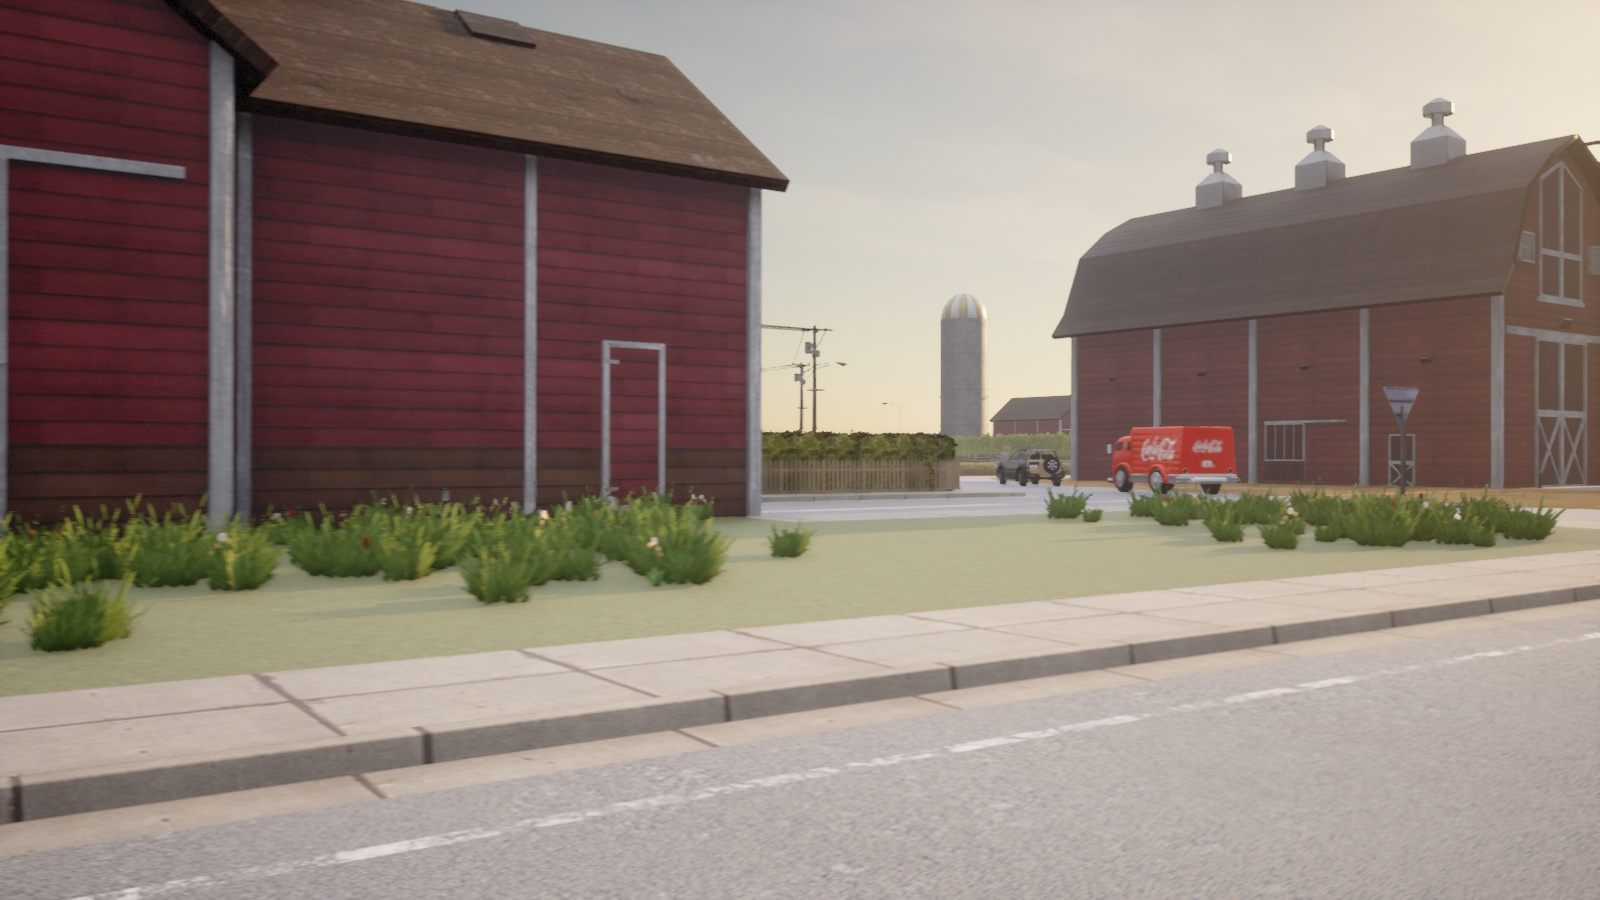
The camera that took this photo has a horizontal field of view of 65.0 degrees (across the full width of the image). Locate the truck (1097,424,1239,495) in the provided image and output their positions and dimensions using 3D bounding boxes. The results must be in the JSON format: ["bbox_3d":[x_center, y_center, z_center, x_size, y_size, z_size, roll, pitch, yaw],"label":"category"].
[{"bbox_3d":[13.507,0.327,46.541,2.627,2.467,5.204,0,0,-17],"label":"truck"}]

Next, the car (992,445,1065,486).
[{"bbox_3d":[10.714,0.713,59.131,1.932,1.855,4.605,0,0,-9],"label":"car"}]
